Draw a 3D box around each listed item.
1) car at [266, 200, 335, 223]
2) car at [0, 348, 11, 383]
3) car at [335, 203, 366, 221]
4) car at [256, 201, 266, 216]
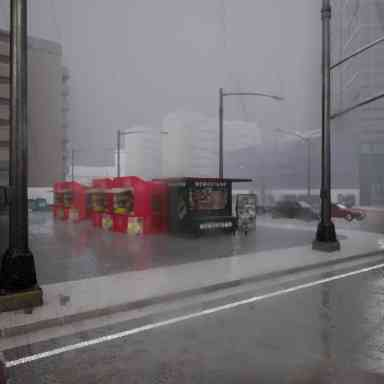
[{"bbox_3d":[8.731,1.466,27.077,2.097,1.767,4.553,0,-1,-36],"label":"car"},{"bbox_3d":[-3.243,1.564,1.675,4.181,1.385,1.994,0,0,-35],"label":"car"},{"bbox_3d":[12.232,1.631,28.209,1.812,1.442,4.674,0,-1,-36],"label":"car"},{"bbox_3d":[6.802,1.702,35.725,2.128,1.511,4.902,0,-1,-36],"label":"car"}]
